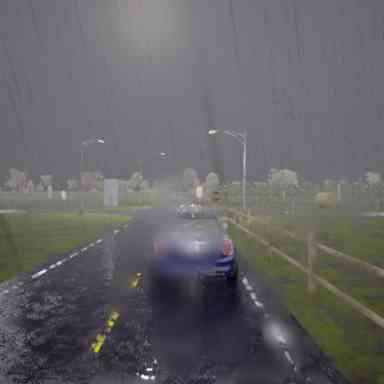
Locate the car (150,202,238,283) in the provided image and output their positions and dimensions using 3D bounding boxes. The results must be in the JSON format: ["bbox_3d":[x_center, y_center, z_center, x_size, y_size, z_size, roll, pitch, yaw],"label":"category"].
[{"bbox_3d":[0.033,1.345,9.829,2.097,1.767,4.553,0,0,0],"label":"car"}]

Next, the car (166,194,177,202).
[{"bbox_3d":[-4.095,1.415,67.901,1.837,1.490,4.892,0,1,-2],"label":"car"}]

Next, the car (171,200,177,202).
[{"bbox_3d":[-0.068,1.476,19.441,2.128,1.511,4.902,0,0,-1],"label":"car"}]

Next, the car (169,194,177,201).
[{"bbox_3d":[-4.705,1.362,83.410,1.882,1.535,5.008,0,0,-2],"label":"car"}]
